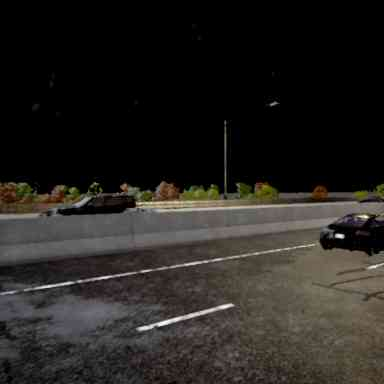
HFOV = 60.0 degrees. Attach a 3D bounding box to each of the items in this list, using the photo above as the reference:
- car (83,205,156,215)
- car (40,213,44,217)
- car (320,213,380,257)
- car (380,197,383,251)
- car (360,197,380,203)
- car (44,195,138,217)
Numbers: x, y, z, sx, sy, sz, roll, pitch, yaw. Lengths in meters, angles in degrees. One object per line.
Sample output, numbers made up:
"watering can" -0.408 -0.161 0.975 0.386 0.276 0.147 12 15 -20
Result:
"car" -3.357 1.578 18.797 4.718 1.301 1.895 0 0 -36
"car" -8.073 1.527 24.030 5.357 1.411 2.033 0 0 -36
"car" 6.868 1.526 12.949 4.181 1.385 1.994 0 0 -36
"car" 7.801 1.187 9.314 5.566 2.045 2.150 0 0 -36
"car" 26.806 1.398 48.869 5.357 1.411 2.033 0 0 -35
"car" -6.043 1.201 21.180 5.566 2.045 2.150 0 0 -36
